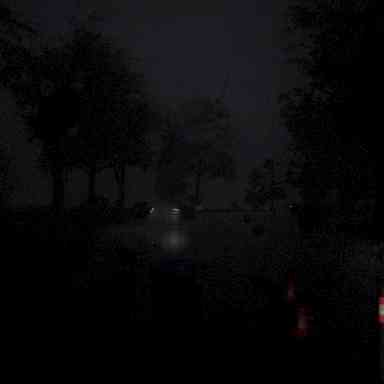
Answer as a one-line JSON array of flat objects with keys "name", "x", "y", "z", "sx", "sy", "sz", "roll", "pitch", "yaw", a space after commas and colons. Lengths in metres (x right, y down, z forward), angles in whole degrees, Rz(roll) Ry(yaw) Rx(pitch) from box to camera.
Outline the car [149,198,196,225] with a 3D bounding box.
[{"name": "car", "x": -1.221, "y": 1.231, "z": 22.804, "sx": 2.097, "sy": 1.767, "sz": 4.553, "roll": 0, "pitch": 0, "yaw": 16}]

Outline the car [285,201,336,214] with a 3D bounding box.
[{"name": "car", "x": 11.920, "y": 1.521, "z": 33.815, "sx": 4.718, "sy": 1.301, "sz": 1.895, "roll": 0, "pitch": 0, "yaw": -1}]
